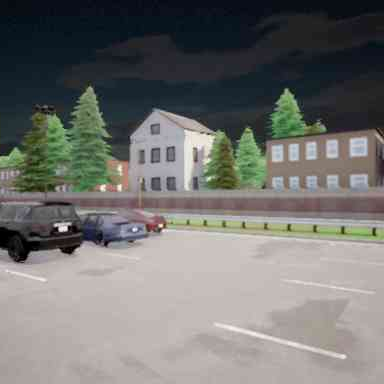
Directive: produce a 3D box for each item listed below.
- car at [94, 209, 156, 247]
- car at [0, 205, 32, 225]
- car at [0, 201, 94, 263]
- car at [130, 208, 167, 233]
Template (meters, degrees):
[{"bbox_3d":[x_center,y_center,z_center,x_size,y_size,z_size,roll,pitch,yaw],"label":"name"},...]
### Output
[{"bbox_3d":[-4.485,1.686,15.693,5.357,1.411,2.033,-1,0,36],"label":"car"},{"bbox_3d":[-15.469,1.878,27.844,4.181,1.385,1.994,-1,0,36],"label":"car"},{"bbox_3d":[-6.545,1.364,12.861,5.566,2.045,2.150,0,0,36],"label":"car"},{"bbox_3d":[-3.551,1.678,19.339,4.674,1.442,1.812,0,0,36],"label":"car"}]
